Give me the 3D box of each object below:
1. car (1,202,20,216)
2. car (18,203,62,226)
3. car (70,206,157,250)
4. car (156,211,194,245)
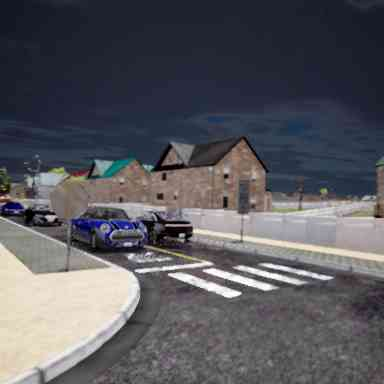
[{"bbox_3d":[-19.049,1.784,35.527,1.812,1.442,4.674,3,-2,-36],"label":"car"},{"bbox_3d":[-10.943,1.652,24.409,2.128,1.511,4.902,3,-3,-36],"label":"car"},{"bbox_3d":[-3.739,1.428,14.572,2.097,1.767,4.553,3,-2,-36],"label":"car"},{"bbox_3d":[-1.833,1.717,16.702,2.128,1.511,4.902,3,-2,-35],"label":"car"}]
